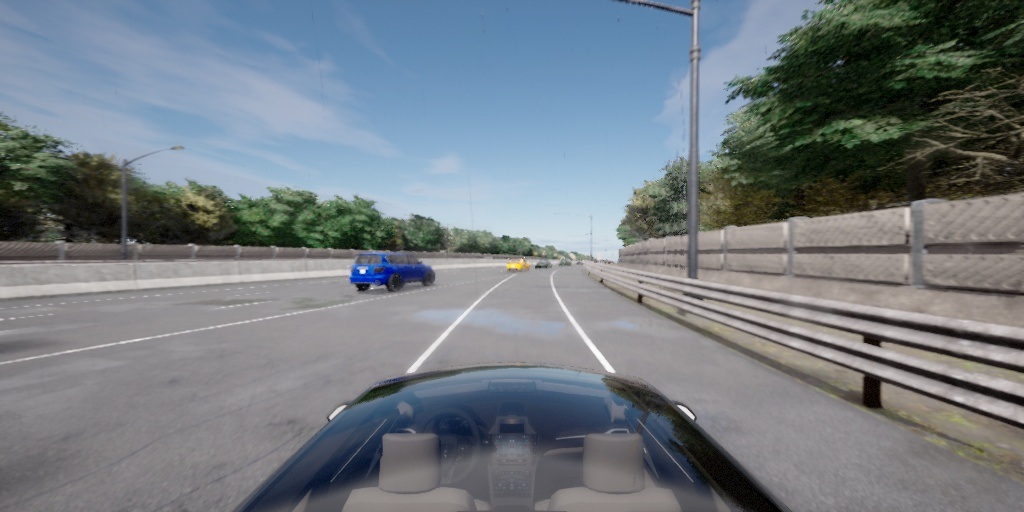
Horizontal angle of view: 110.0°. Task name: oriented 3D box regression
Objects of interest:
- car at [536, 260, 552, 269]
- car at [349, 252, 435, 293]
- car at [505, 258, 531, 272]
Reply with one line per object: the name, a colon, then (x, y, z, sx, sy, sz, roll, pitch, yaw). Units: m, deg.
car: (5.024, 1.300, 56.015, 1.994, 1.385, 4.181, 0, -1, 18)
car: (-6.442, 0.833, 19.938, 2.150, 2.045, 5.566, 0, 0, 18)
car: (0.864, 1.056, 42.917, 1.882, 1.535, 5.008, 0, 0, 18)
